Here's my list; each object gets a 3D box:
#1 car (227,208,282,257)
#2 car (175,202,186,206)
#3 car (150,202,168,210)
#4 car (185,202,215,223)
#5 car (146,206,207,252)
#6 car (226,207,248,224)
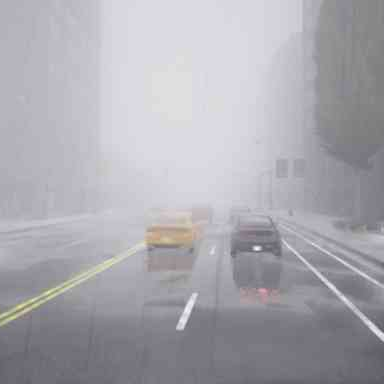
[{"bbox_3d":[2.497,1.647,13.589,1.837,1.490,4.892,0,0,7],"label":"car"},{"bbox_3d":[-1.201,1.982,42.769,1.812,1.442,4.674,0,-1,5],"label":"car"},{"bbox_3d":[-4.324,2.020,44.370,2.033,1.411,5.357,0,-1,4],"label":"car"},{"bbox_3d":[0.915,1.797,28.973,2.128,1.511,4.902,0,0,6],"label":"car"},{"bbox_3d":[-0.628,1.628,14.756,1.882,1.535,5.008,0,0,7],"label":"car"},{"bbox_3d":[4.124,1.901,28.406,1.895,1.301,4.718,0,-1,6],"label":"car"}]
